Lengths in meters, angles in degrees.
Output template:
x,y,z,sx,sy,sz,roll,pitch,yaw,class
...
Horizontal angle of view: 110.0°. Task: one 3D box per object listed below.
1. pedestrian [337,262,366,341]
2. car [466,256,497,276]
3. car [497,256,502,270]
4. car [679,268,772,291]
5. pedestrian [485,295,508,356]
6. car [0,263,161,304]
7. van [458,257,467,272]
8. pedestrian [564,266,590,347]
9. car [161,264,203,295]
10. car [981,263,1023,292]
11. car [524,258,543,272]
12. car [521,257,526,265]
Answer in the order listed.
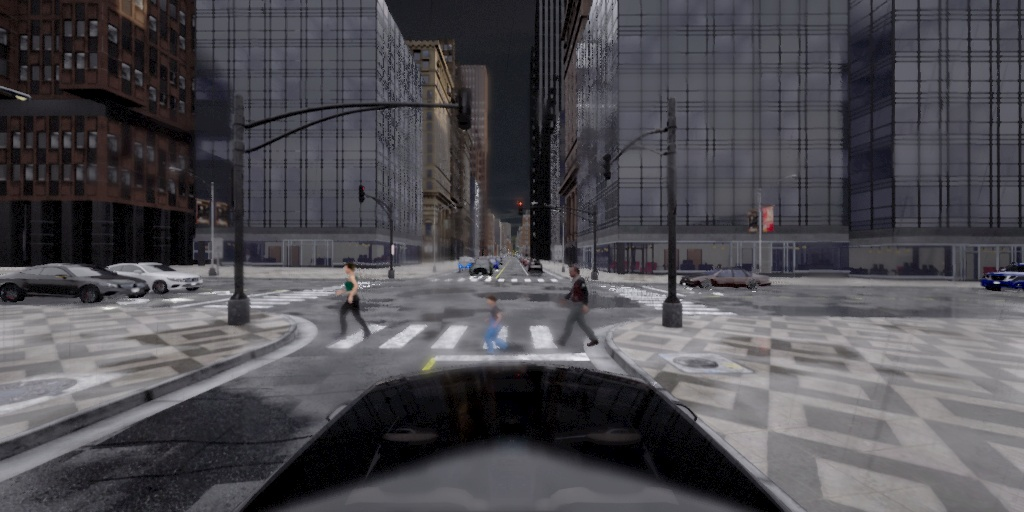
x,y,z,sx,sy,sz,roll,pitch,yaw,class
-3.757,1.040,8.396,0.375,1.860,0.375,0,0,0,pedestrian
-2.966,1.069,35.783,2.097,1.767,4.553,0,0,0,car
-2.872,1.167,52.039,1.882,1.535,5.008,0,0,0,car
14.186,1.515,23.947,5.357,1.411,2.033,1,0,0,car
-0.298,1.322,7.198,0.375,1.300,0.375,0,0,0,pedestrian
-17.229,1.042,14.137,4.674,1.442,1.812,1,0,-1,car
-5.685,1.043,44.734,1.690,1.789,3.998,0,0,0,van
1.402,1.041,7.801,0.375,1.860,0.375,0,0,0,pedestrian
-17.760,1.046,17.394,4.674,1.442,1.812,1,0,0,car
35.011,1.471,23.839,5.566,2.045,2.150,1,0,0,car
2.840,1.268,44.687,1.948,1.339,4.313,0,0,0,car
2.934,1.250,61.635,1.802,1.307,4.207,0,0,0,car
